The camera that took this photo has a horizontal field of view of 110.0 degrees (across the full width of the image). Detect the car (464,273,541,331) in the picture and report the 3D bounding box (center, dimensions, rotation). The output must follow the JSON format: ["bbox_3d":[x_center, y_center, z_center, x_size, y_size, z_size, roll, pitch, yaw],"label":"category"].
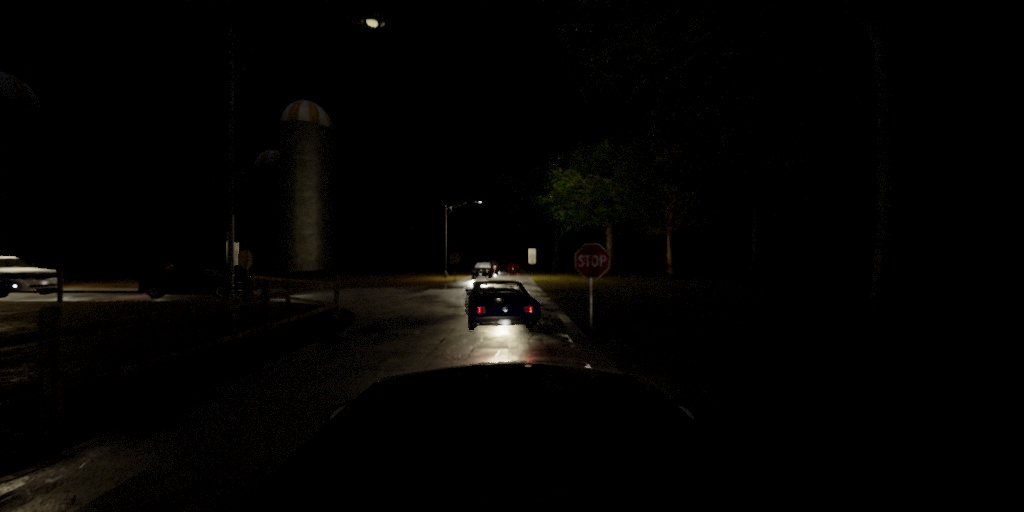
[{"bbox_3d":[-0.519,1.393,11.226,1.895,1.301,4.718,0,0,-9],"label":"car"}]

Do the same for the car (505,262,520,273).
[{"bbox_3d":[0.115,1.604,51.392,1.812,1.442,4.674,0,-1,0],"label":"car"}]

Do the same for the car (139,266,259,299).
[{"bbox_3d":[-15.543,1.265,17.979,5.008,1.535,1.882,0,0,-2],"label":"car"}]

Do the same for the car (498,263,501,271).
[{"bbox_3d":[-2.829,1.367,45.036,2.097,1.767,4.553,0,-1,0],"label":"car"}]

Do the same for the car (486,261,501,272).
[{"bbox_3d":[-2.815,1.613,55.269,2.128,1.511,4.902,0,-1,0],"label":"car"}]

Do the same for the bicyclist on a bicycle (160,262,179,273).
[{"bbox_3d":[-22.733,1.234,23.859,0.582,1.620,1.656,0,0,0],"label":"bicyclist on a bicycle"}]

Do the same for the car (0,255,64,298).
[{"bbox_3d":[-26.107,0.983,17.857,5.566,2.045,2.150,0,0,-1],"label":"car"}]

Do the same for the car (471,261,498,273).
[{"bbox_3d":[-2.835,1.419,35.029,2.128,1.511,4.902,0,0,0],"label":"car"}]
